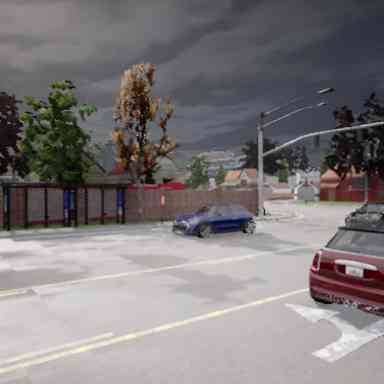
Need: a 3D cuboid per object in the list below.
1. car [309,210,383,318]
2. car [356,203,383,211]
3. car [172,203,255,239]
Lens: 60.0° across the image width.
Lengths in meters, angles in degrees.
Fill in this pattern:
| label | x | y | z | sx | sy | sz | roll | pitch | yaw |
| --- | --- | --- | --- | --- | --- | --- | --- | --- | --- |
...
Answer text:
| label | x | y | z | sx | sy | sz | roll | pitch | yaw |
| --- | --- | --- | --- | --- | --- | --- | --- | --- | --- |
| car | 4.540 | 1.402 | 6.996 | 4.553 | 1.767 | 2.097 | 0 | 0 | -36 |
| car | 11.512 | 1.458 | 20.719 | 4.553 | 1.767 | 2.097 | 0 | 0 | -36 |
| car | 1.190 | 1.412 | 17.732 | 4.553 | 1.767 | 2.097 | 0 | 0 | -35 |
